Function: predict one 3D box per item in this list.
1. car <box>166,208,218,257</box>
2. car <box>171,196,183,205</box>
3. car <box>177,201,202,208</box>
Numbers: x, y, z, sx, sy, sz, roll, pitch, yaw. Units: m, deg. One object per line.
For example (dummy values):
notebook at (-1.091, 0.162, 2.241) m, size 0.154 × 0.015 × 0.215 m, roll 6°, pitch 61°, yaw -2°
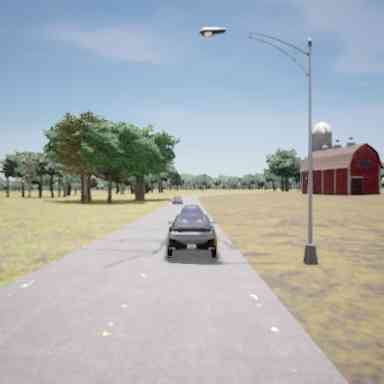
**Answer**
car at (0.006, 1.613, 13.499) m, size 2.128 × 1.511 × 4.902 m, roll 0°, pitch 0°, yaw 0°
car at (-2.838, 1.563, 64.555) m, size 2.097 × 1.767 × 4.553 m, roll 0°, pitch 0°, yaw 1°
car at (-0.012, 1.767, 28.469) m, size 1.994 × 1.385 × 4.181 m, roll 0°, pitch 0°, yaw 1°
